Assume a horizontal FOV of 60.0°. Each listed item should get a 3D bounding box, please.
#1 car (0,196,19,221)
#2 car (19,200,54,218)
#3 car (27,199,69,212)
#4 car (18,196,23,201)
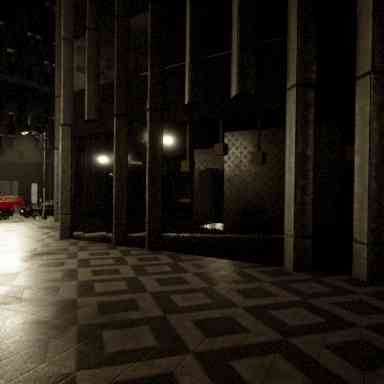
[{"bbox_3d":[-17.124,1.463,26.625,2.192,1.841,5.009,1,0,35],"label":"car"},{"bbox_3d":[-13.870,1.743,31.235,1.947,1.339,4.313,1,0,35],"label":"car"},{"bbox_3d":[-17.569,1.634,40.770,1.947,1.339,4.313,1,0,35],"label":"car"},{"bbox_3d":[-20.823,1.354,36.162,2.192,1.841,5.009,1,0,35],"label":"car"}]
